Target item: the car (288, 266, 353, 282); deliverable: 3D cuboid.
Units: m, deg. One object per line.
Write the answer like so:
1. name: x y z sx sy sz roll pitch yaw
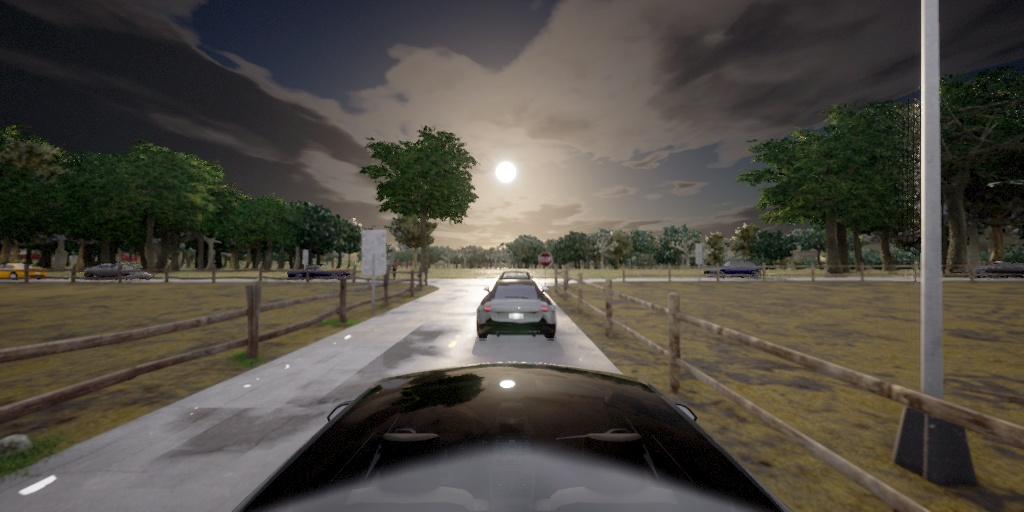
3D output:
1. car: -16.371 1.532 30.795 4.718 1.301 1.895 0 -2 0

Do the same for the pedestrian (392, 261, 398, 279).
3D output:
1. pedestrian: -12.055 1.383 36.771 0.375 1.860 0.375 0 -2 0

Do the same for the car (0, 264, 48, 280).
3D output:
1. car: -47.001 1.487 33.748 5.008 1.535 1.882 0 -2 1

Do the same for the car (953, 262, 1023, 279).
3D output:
1. car: 41.747 1.239 31.075 4.892 1.490 1.837 0 -2 13

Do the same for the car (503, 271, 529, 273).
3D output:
1. car: 0.232 1.466 19.762 1.895 1.301 4.718 0 0 3

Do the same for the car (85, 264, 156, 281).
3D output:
1. car: -33.571 1.415 30.833 4.902 1.511 2.128 0 -2 0

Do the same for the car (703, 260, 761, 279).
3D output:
1. car: 20.423 1.252 33.541 4.553 1.767 2.097 0 -2 2

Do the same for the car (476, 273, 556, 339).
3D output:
1. car: 0.109 1.358 10.239 1.994 1.385 4.181 0 0 0
